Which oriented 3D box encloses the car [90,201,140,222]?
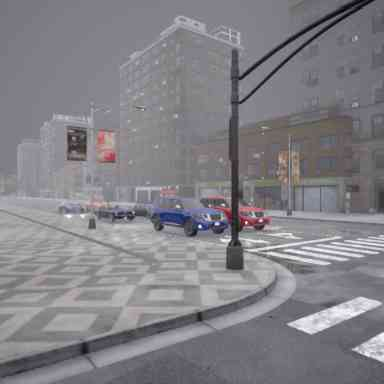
[{"bbox_3d":[-6.440,1.696,27.455,1.895,1.301,4.718,0,0,-36],"label":"car"}]

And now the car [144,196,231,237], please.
[{"bbox_3d":[-0.347,1.277,19.089,2.150,2.045,5.566,0,0,-36],"label":"car"}]

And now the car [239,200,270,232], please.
[{"bbox_3d":[2.266,1.277,21.021,2.150,2.045,5.566,0,0,-36],"label":"car"}]

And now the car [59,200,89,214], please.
[{"bbox_3d":[-13.535,1.658,37.238,1.812,1.442,4.674,0,0,-36],"label":"car"}]

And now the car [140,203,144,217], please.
[{"bbox_3d":[-3.849,1.642,29.428,2.033,1.411,5.357,0,0,-36],"label":"car"}]

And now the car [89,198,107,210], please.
[{"bbox_3d":[-10.888,1.483,39.128,2.097,1.767,4.553,0,0,-36],"label":"car"}]
